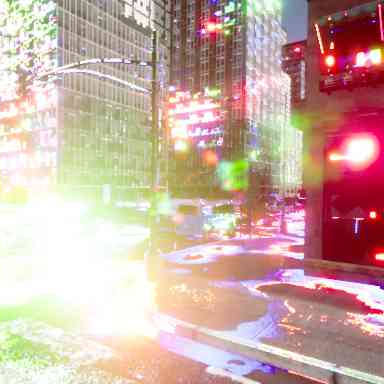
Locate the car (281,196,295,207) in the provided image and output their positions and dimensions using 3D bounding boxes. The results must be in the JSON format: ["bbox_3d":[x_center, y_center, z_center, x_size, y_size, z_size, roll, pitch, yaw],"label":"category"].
[{"bbox_3d":[13.041,1.434,44.291,2.033,1.411,5.357,1,1,36],"label":"car"}]

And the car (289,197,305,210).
[{"bbox_3d":[13.643,1.540,39.686,1.895,1.301,4.718,1,1,35],"label":"car"}]

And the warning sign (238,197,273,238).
[{"bbox_3d":[3.089,1.175,16.116,1.300,1.860,1.060,1,1,35],"label":"warning sign"}]

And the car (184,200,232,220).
[{"bbox_3d":[1.426,1.444,27.927,1.812,1.442,4.674,1,1,35],"label":"car"}]

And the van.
[{"bbox_3d":[0.804,1.366,17.002,1.690,1.788,3.998,1,1,35],"label":"van"}]

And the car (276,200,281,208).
[{"bbox_3d":[9.910,1.288,44.436,1.967,1.590,4.097,1,1,35],"label":"car"}]

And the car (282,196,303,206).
[{"bbox_3d":[16.193,1.359,53.337,1.752,1.417,4.829,1,1,35],"label":"car"}]

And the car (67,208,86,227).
[{"bbox_3d":[-6.045,1.462,21.838,1.947,1.339,4.313,1,1,35],"label":"car"}]

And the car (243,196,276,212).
[{"bbox_3d":[6.852,1.380,35.598,1.882,1.535,5.008,1,1,35],"label":"car"}]

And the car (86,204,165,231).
[{"bbox_3d":[-3.827,1.536,20.490,1.895,1.301,4.718,1,1,35],"label":"car"}]
